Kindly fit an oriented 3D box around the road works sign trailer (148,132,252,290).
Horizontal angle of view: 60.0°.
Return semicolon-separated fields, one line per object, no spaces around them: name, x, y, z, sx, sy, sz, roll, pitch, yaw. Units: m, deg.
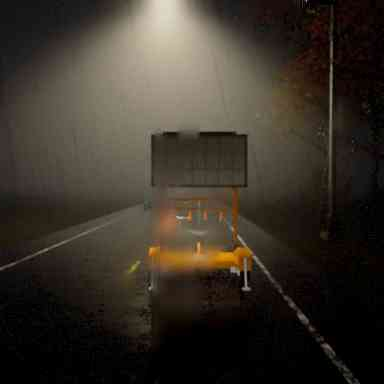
road works sign trailer;0.182;0.282;8.488;2.380;3.560;2.880;0;1;1

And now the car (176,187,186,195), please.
car;-2.306;-0.183;71.558;2.097;1.767;4.553;0;1;1

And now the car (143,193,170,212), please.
car;-3.083;0.845;29.582;1.882;1.535;5.008;0;1;1
